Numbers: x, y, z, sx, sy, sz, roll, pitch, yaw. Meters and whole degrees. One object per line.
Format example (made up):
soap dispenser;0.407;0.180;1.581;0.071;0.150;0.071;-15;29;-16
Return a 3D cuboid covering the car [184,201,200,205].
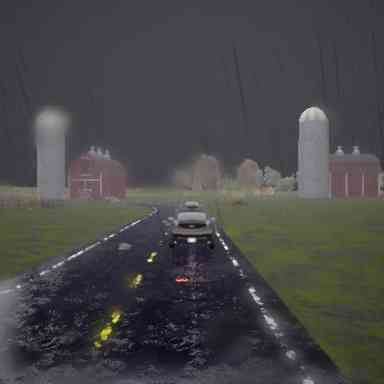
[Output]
car;0.000;1.533;29.656;1.837;1.490;4.892;0;0;0

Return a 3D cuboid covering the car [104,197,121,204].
car;-16.793;1.709;70.133;2.128;1.511;4.902;-1;0;-43

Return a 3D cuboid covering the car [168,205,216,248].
car;0.000;1.519;14.654;1.837;1.490;4.892;0;0;0
